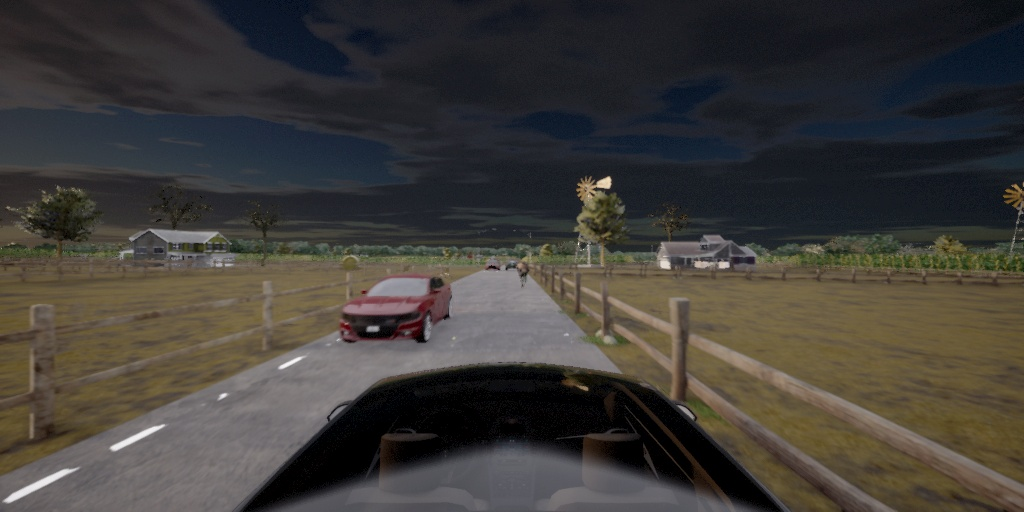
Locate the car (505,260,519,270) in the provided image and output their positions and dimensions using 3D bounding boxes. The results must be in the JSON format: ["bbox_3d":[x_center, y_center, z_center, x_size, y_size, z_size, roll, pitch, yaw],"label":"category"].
[{"bbox_3d":[0.049,1.349,56.789,2.097,1.767,4.553,0,-1,0],"label":"car"}]

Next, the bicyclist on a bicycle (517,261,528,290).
[{"bbox_3d":[0.749,1.229,21.989,0.582,1.620,1.656,0,0,0],"label":"bicyclist on a bicycle"}]

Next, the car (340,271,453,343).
[{"bbox_3d":[-2.853,1.227,9.855,1.882,1.535,5.008,0,0,0],"label":"car"}]

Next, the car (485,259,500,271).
[{"bbox_3d":[-2.826,1.317,53.107,2.097,1.767,4.553,0,-1,0],"label":"car"}]
